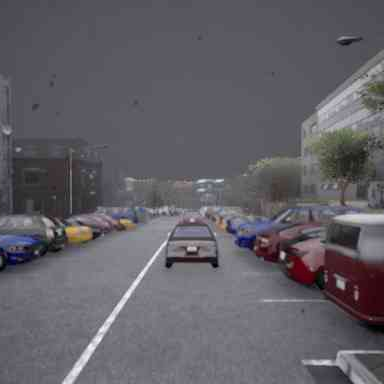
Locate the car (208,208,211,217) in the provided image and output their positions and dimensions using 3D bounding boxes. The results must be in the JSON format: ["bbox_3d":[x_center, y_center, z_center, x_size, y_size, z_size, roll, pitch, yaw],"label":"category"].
[{"bbox_3d":[4.640,2.964,39.292,4.892,1.521,2.231,0,-2,0],"label":"car"}]

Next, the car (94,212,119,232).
[{"bbox_3d":[-7.679,2.271,22.398,4.674,1.452,2.002,0,-2,0],"label":"car"}]

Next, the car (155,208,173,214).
[{"bbox_3d":[-7.694,5.219,91.320,4.892,1.521,2.231,0,-2,0],"label":"car"}]

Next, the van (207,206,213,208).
[{"bbox_3d":[4.529,2.979,44.884,4.442,1.987,1.878,0,-2,0],"label":"van"}]

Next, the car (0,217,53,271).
[{"bbox_3d":[-7.687,1.747,11.121,5.008,1.535,2.097,0,-2,0],"label":"car"}]

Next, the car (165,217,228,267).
[{"bbox_3d":[0.006,1.877,12.619,2.033,1.411,5.357,0,-2,0],"label":"car"}]

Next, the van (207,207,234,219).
[{"bbox_3d":[4.761,3.463,56.048,4.442,1.987,1.878,0,-2,0],"label":"van"}]

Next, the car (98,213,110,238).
[{"bbox_3d":[-7.653,2.140,19.612,4.792,1.488,2.163,0,-2,0],"label":"car"}]

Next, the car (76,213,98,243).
[{"bbox_3d":[-7.867,1.986,16.824,5.366,1.575,1.946,0,-2,0],"label":"car"}]

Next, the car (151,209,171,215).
[{"bbox_3d":[-7.684,4.882,82.636,4.674,1.452,2.002,0,-2,0],"label":"car"}]

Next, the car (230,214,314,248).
[{"bbox_3d":[4.619,2.025,16.963,4.792,1.488,2.163,0,-2,0],"label":"car"}]

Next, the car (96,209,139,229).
[{"bbox_3d":[-7.498,2.470,27.978,5.366,1.575,1.946,0,-2,0],"label":"car"}]

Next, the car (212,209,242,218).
[{"bbox_3d":[4.832,2.597,30.919,5.366,1.575,1.946,0,-2,0],"label":"car"}]

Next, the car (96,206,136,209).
[{"bbox_3d":[-7.712,2.337,30.652,5.566,2.045,2.435,0,-2,0],"label":"car"}]

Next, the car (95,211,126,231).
[{"bbox_3d":[-7.680,2.387,25.063,4.674,1.452,2.002,0,-2,0],"label":"car"}]

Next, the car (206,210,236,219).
[{"bbox_3d":[4.642,3.608,53.245,4.674,1.452,2.002,0,-2,0],"label":"car"}]

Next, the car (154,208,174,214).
[{"bbox_3d":[-7.873,5.348,94.380,5.366,1.575,1.946,0,-2,0],"label":"car"}]

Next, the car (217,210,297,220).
[{"bbox_3d":[4.833,2.355,25.337,5.366,1.575,1.946,0,-2,0],"label":"car"}]

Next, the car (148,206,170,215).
[{"bbox_3d":[-7.715,4.209,73.843,5.566,2.045,2.435,0,-2,0],"label":"car"}]

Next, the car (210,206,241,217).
[{"bbox_3d":[4.614,2.717,36.508,4.553,1.767,2.185,0,-2,0],"label":"car"}]

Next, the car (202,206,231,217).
[{"bbox_3d":[4.672,3.801,64.423,5.566,2.045,2.435,0,-2,0],"label":"car"}]

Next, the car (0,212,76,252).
[{"bbox_3d":[-7.651,1.738,13.914,4.553,1.767,2.185,0,-2,0],"label":"car"}]

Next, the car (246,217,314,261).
[{"bbox_3d":[4.648,1.760,11.441,5.008,1.535,2.097,0,-2,0],"label":"car"}]

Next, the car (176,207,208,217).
[{"bbox_3d":[0.014,2.368,28.536,2.097,1.767,4.553,0,-3,0],"label":"car"}]

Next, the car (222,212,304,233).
[{"bbox_3d":[4.677,2.267,22.545,4.792,1.488,2.163,0,-2,0],"label":"car"}]

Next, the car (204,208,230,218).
[{"bbox_3d":[4.613,3.805,61.625,4.553,1.767,2.185,0,-2,0],"label":"car"}]

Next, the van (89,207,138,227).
[{"bbox_3d":[-7.800,2.483,33.439,4.442,1.987,1.878,0,-2,0],"label":"van"}]

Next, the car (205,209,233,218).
[{"bbox_3d":[4.673,3.839,58.830,4.792,1.488,2.163,0,-2,0],"label":"car"}]

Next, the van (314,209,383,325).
[{"bbox_3d":[4.766,1.354,5.832,4.442,1.987,1.878,0,-2,0],"label":"van"}]

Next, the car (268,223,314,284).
[{"bbox_3d":[4.678,1.687,8.609,4.792,1.488,2.163,0,-2,0],"label":"car"}]

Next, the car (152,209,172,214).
[{"bbox_3d":[-7.717,4.999,85.573,4.792,1.488,2.163,0,-2,0],"label":"car"}]

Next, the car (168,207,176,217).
[{"bbox_3d":[-3.037,4.097,63.532,1.994,1.385,4.181,0,-2,1],"label":"car"}]

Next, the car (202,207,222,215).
[{"bbox_3d":[4.674,4.537,78.496,4.553,1.767,2.185,0,-2,0],"label":"car"}]

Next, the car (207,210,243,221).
[{"bbox_3d":[4.640,3.331,47.790,5.008,1.535,2.097,0,-2,0],"label":"car"}]

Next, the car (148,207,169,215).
[{"bbox_3d":[-7.656,4.456,76.648,4.553,1.767,2.185,0,-2,0],"label":"car"}]

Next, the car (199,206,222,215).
[{"bbox_3d":[4.614,4.647,83.959,5.566,2.045,2.435,0,-2,0],"label":"car"}]
